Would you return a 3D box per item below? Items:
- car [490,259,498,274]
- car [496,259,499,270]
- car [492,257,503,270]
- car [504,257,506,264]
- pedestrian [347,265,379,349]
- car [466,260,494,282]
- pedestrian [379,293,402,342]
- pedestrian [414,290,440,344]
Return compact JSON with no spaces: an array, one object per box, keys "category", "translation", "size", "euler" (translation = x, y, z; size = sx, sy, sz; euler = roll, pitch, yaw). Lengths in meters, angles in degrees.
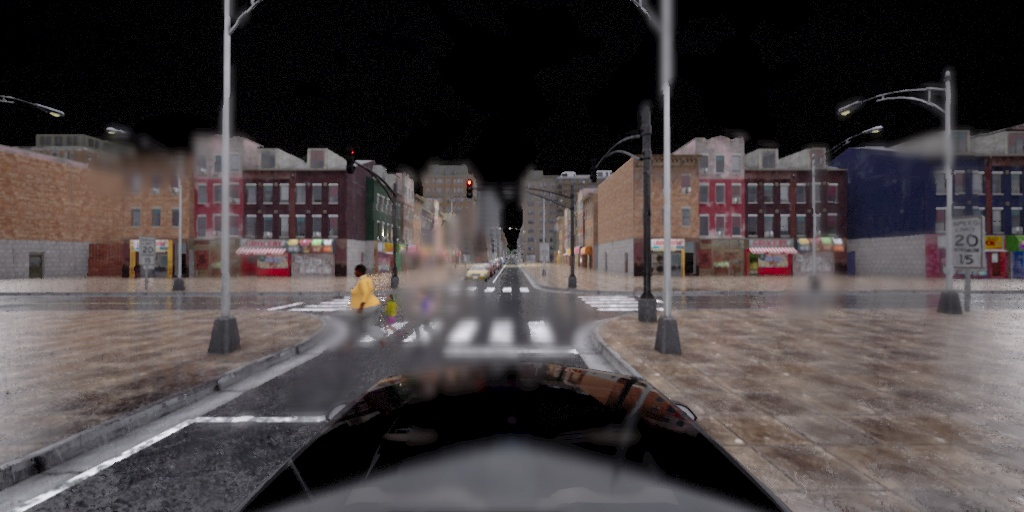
[{"category":"car","translation":[-2.684,1.295,34.561],"size":[1.888,1.381,4.507],"euler":[0,0,0]},{"category":"car","translation":[-2.692,1.337,40.166],"size":[1.802,1.307,4.207],"euler":[0,0,0]},{"category":"car","translation":[-2.709,1.211,51.376],"size":[1.967,1.591,4.097],"euler":[0,0,0]},{"category":"car","translation":[-2.726,1.107,62.587],"size":[2.192,1.841,5.009],"euler":[0,0,0]},{"category":"pedestrian","translation":[-3.111,1.040,7.494],"size":[0.375,1.860,0.375],"euler":[0,0,0]},{"category":"car","translation":[-2.676,1.271,28.786],"size":[1.751,1.417,4.829],"euler":[0,0,0]},{"category":"pedestrian","translation":[-2.900,1.419,8.695],"size":[0.500,1.100,0.500],"euler":[0,0,0]},{"category":"pedestrian","translation":[-1.929,1.319,8.147],"size":[0.375,1.300,0.375],"euler":[0,0,0]}]
